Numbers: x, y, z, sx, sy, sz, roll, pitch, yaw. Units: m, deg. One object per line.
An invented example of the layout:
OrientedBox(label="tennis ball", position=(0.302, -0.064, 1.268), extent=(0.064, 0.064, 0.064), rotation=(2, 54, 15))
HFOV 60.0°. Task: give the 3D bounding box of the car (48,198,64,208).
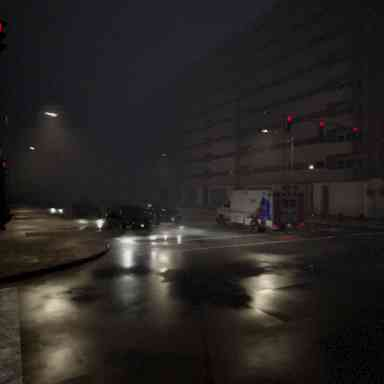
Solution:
OrientedBox(label="car", position=(-20.710, 1.654, 50.561), extent=(2.128, 1.511, 4.902), rotation=(1, -1, -29))

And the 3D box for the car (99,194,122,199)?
OrientedBox(label="car", position=(-15.440, 1.492, 62.748), extent=(2.150, 2.045, 5.566), rotation=(1, 0, -29))

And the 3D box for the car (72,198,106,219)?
OrientedBox(label="car", position=(-9.792, 1.576, 30.756), extent=(1.882, 1.535, 5.008), rotation=(1, -1, -29))

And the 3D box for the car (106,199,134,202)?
OrientedBox(label="car", position=(-7.221, 1.693, 33.341), extent=(1.994, 1.385, 4.181), rotation=(1, 0, -29))

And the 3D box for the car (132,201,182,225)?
OrientedBox(label="car", position=(-2.486, 1.594, 24.812), extent=(2.128, 1.511, 4.902), rotation=(1, 0, -29))

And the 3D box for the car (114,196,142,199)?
OrientedBox(label="car", position=(-10.445, 1.790, 53.855), extent=(2.033, 1.411, 5.357), rotation=(1, 0, -28))

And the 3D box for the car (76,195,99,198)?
OrientedBox(label="car", position=(-15.635, 1.402, 48.564), extent=(2.150, 2.045, 5.566), rotation=(1, -1, -29))

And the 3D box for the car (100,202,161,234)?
OrientedBox(label="car", position=(-3.832, 1.568, 20.009), extent=(1.837, 1.490, 4.892), rotation=(1, 0, -29))

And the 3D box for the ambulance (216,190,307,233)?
OrientedBox(label="ambulance", position=(3.910, 1.144, 20.681), extent=(2.351, 2.431, 6.366), rotation=(1, 0, -29))
